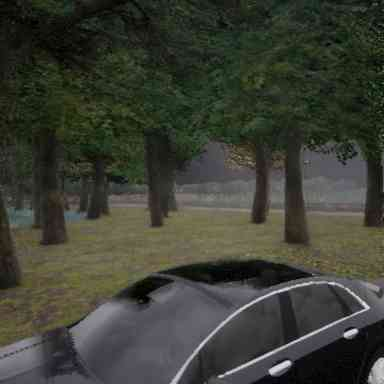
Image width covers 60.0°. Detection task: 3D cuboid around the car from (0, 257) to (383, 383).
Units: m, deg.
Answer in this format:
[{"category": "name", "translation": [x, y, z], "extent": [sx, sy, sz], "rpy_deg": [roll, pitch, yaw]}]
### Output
[{"category": "car", "translation": [0.194, 1.514, 3.206], "extent": [4.892, 1.490, 1.837], "rpy_deg": [0, 0, -35]}]
